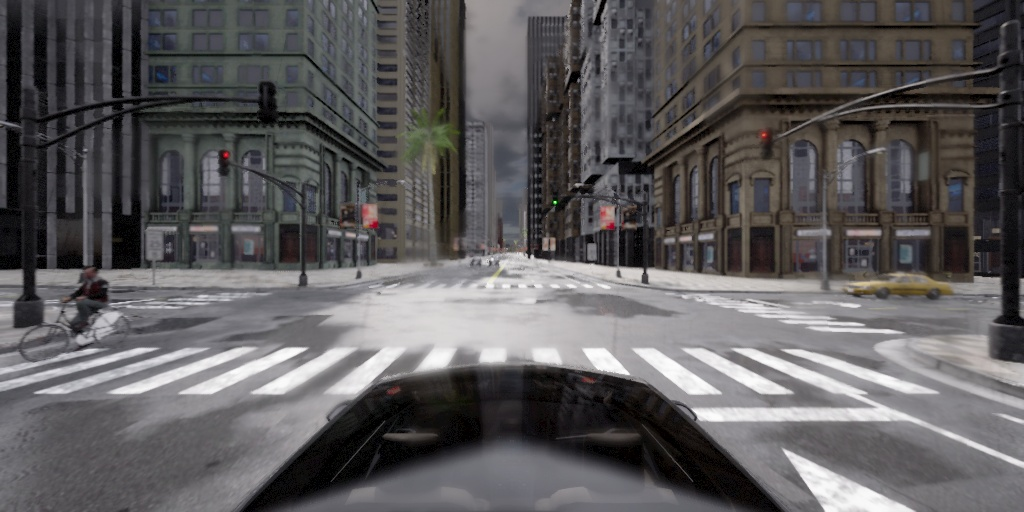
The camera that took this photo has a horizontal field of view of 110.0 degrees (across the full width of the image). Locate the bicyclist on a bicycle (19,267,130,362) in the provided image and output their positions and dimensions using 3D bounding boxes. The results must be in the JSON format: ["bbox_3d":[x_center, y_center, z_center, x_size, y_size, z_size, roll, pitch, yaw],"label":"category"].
[{"bbox_3d":[-8.759,1.111,7.277,0.659,1.776,1.843,0,0,0],"label":"bicyclist on a bicycle"}]

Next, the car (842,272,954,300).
[{"bbox_3d":[20.579,1.564,19.236,4.829,1.417,1.751,0,0,0],"label":"car"}]
